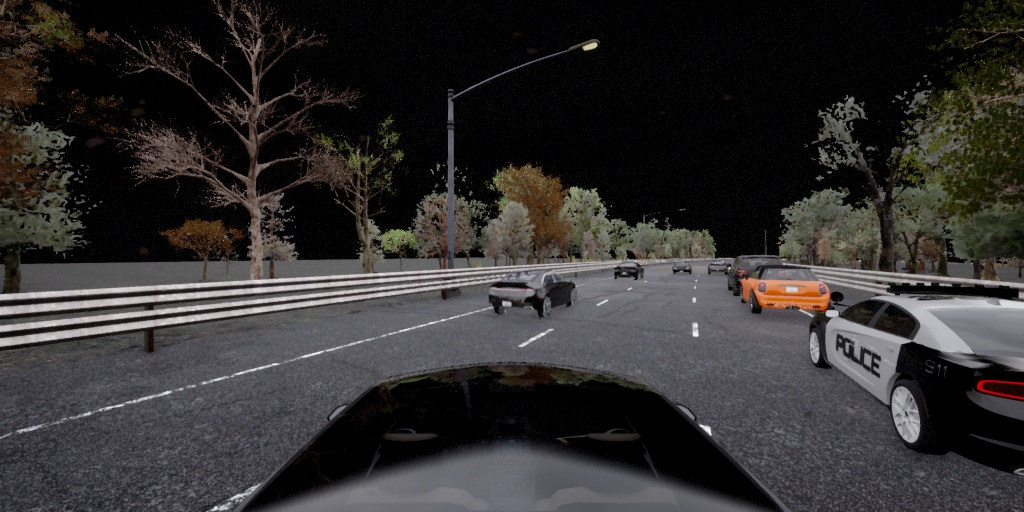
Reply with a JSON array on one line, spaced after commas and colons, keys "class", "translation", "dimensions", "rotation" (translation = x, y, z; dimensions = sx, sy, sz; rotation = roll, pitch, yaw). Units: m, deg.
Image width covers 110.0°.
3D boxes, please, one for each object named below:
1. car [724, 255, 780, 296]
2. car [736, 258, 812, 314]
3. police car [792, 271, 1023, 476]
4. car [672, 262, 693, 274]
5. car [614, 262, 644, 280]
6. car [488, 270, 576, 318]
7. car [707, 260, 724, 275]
[{"class": "car", "translation": [12.686, 0.978, 18.753], "dimensions": [2.150, 2.045, 5.566], "rotation": [0, 0, 27]}, {"class": "car", "translation": [9.961, 1.102, 13.425], "dimensions": [2.097, 1.767, 4.553], "rotation": [0, 0, 27]}, {"class": "police car", "translation": [5.618, 1.175, 4.712], "dimensions": [1.930, 1.638, 5.238], "rotation": [0, 0, 26]}, {"class": "car", "translation": [19.425, 1.370, 40.781], "dimensions": [1.895, 1.301, 4.718], "rotation": [0, 0, 29]}, {"class": "car", "translation": [10.260, 1.237, 31.195], "dimensions": [1.882, 1.535, 5.008], "rotation": [0, 0, 28]}, {"class": "car", "translation": [0.928, 1.242, 13.108], "dimensions": [2.128, 1.511, 4.902], "rotation": [0, 0, 27]}, {"class": "car", "translation": [22.535, 1.262, 39.295], "dimensions": [2.128, 1.511, 4.902], "rotation": [0, 0, 30]}]
